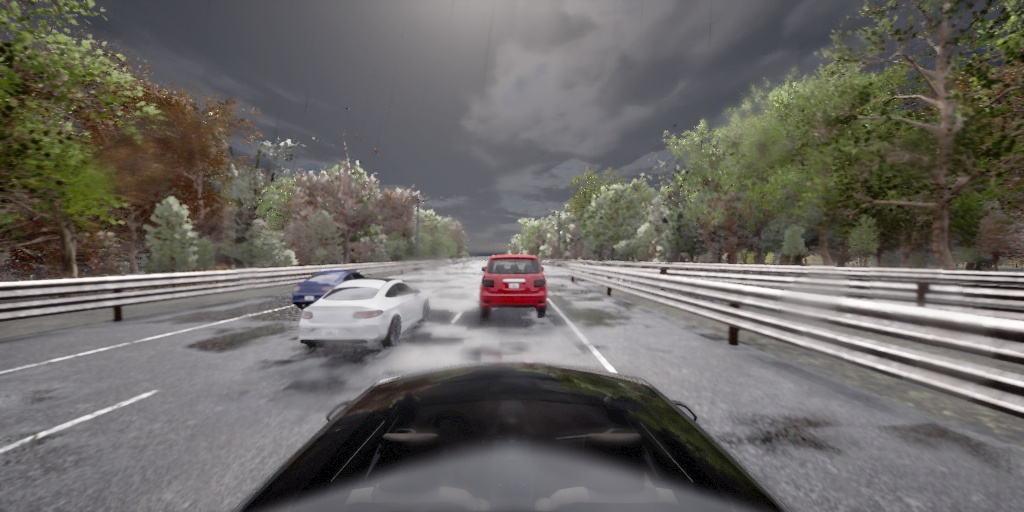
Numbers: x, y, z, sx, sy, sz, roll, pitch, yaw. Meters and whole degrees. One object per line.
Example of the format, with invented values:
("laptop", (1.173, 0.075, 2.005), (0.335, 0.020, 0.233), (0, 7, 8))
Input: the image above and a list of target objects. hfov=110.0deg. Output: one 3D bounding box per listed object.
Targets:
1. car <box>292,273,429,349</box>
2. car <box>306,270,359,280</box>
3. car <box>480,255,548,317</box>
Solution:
("car", (-3.432, 1.278, 9.061), (1.812, 1.442, 4.674), (0, 0, 0))
("car", (-6.972, 1.281, 14.608), (1.812, 1.442, 4.674), (0, 0, -1))
("car", (0.042, 0.974, 13.295), (2.150, 2.045, 5.566), (0, 0, 0))
